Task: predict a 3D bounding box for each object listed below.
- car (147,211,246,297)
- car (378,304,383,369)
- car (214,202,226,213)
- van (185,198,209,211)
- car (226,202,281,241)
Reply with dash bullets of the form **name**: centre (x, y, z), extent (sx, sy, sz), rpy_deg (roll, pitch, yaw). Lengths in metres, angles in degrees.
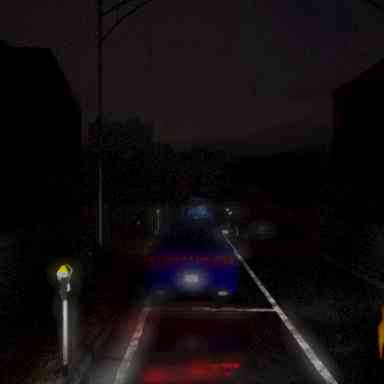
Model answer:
- **car**: centre (0.006, 1.477, 8.651), extent (1.882, 1.535, 5.008), rpy_deg (0, 0, 0)
- **car**: centre (3.120, 1.477, 1.923), extent (1.882, 1.535, 5.008), rpy_deg (0, 0, 0)
- **car**: centre (3.113, 1.570, 30.362), extent (1.994, 1.385, 4.181), rpy_deg (0, 0, 0)
- **van**: centre (0.374, 1.345, 25.499), extent (1.690, 1.788, 3.998), rpy_deg (-1, 0, 0)
- **car**: centre (3.022, 1.478, 16.707), extent (1.882, 1.535, 5.008), rpy_deg (0, 0, 0)
